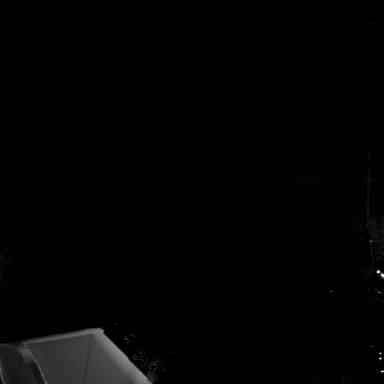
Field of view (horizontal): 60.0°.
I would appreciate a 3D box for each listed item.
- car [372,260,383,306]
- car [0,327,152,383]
[{"bbox_3d":[5.648,1.533,6.860,4.902,1.511,2.128,0,0,-34],"label":"car"},{"bbox_3d":[-2.378,1.580,1.445,4.718,1.301,1.895,0,0,-34],"label":"car"}]
